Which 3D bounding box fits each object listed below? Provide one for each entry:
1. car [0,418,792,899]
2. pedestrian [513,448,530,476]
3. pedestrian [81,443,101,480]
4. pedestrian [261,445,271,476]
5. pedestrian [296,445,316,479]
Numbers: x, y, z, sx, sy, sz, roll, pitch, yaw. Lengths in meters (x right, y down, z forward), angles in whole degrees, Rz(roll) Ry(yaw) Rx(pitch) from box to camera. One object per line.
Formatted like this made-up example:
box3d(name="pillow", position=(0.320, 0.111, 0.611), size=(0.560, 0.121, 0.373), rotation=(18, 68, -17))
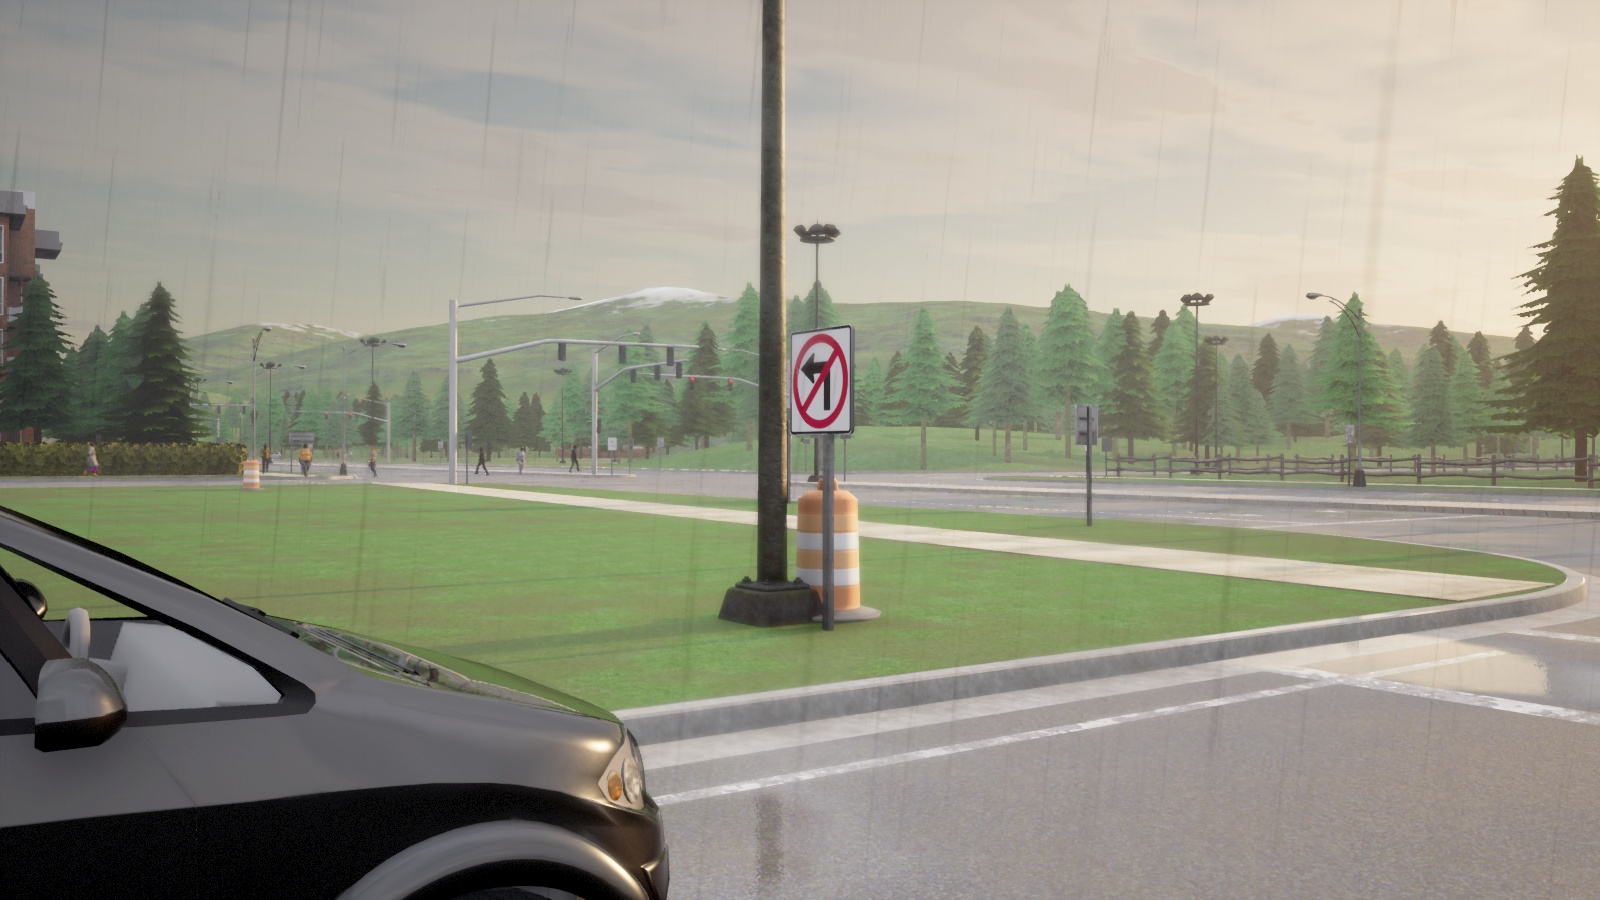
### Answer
box3d(name="car", position=(-2.048, 0.733, 2.232), size=(3.705, 1.549, 1.789), rotation=(0, 0, -35))
box3d(name="pedestrian", position=(-18.498, 0.784, 83.409), size=(0.874, 1.855, 0.900), rotation=(0, 0, -34))
box3d(name="pedestrian", position=(-37.266, 0.614, 66.038), size=(0.873, 1.952, 0.659), rotation=(0, 0, -34))
box3d(name="pedestrian", position=(-31.757, 0.634, 74.660), size=(0.370, 1.835, 0.726), rotation=(0, 0, -35))
box3d(name="pedestrian", position=(-26.569, 0.643, 67.518), size=(0.874, 1.855, 0.900), rotation=(0, 0, -29))
